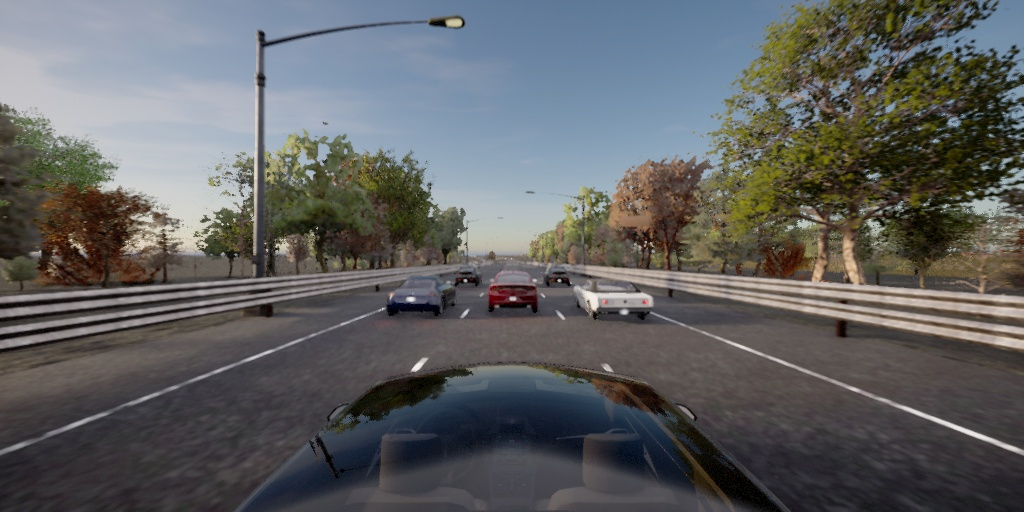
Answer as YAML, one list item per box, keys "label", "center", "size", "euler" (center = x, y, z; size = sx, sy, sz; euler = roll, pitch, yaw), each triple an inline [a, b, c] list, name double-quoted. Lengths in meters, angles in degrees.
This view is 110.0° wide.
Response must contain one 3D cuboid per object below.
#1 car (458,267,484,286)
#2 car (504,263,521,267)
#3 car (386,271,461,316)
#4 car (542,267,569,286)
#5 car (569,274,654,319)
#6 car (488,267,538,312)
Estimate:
- label: "car"
  center: [-3.451, 1.608, 29.099]
  size: [1.837, 1.490, 4.892]
  euler: [0, 0, 0]
- label: "car"
  center: [0.048, 1.451, 28.973]
  size: [2.097, 1.767, 4.553]
  euler: [0, -1, 0]
- label: "car"
  center: [-3.450, 1.475, 14.332]
  size: [1.994, 1.385, 4.181]
  euler: [0, -1, 0]
- label: "car"
  center: [3.550, 1.608, 29.096]
  size: [1.837, 1.490, 4.892]
  euler: [0, 0, 0]
- label: "car"
  center: [3.543, 1.500, 13.472]
  size: [1.895, 1.301, 4.718]
  euler: [0, -1, 0]
- label: "car"
  center: [0.057, 1.400, 15.291]
  size: [1.882, 1.535, 5.008]
  euler: [0, 0, 0]
